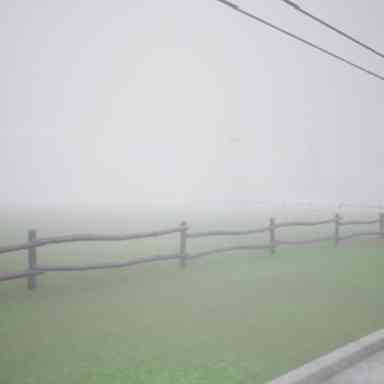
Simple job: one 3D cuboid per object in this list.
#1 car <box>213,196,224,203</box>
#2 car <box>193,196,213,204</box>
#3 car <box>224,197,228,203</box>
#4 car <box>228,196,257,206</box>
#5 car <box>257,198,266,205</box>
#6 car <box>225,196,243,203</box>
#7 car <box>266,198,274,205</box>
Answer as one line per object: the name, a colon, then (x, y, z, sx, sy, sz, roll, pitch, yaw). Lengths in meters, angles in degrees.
car: (4.938, 1.851, 81.055, 2.097, 1.767, 4.553, 1, 0, -35)
car: (2.073, 1.816, 79.044, 2.097, 1.767, 4.553, 1, 0, -35)
car: (7.784, 2.031, 83.089, 1.837, 1.490, 4.892, 1, 0, -35)
car: (10.195, 2.112, 67.487, 1.895, 1.301, 4.718, 1, 0, -35)
car: (13.638, 2.064, 74.751, 1.882, 1.535, 5.008, 1, 0, -35)
car: (10.667, 1.924, 85.076, 2.097, 1.767, 4.553, 1, 0, -35)
car: (16.550, 2.149, 76.694, 2.128, 1.511, 4.902, 1, 0, -35)
